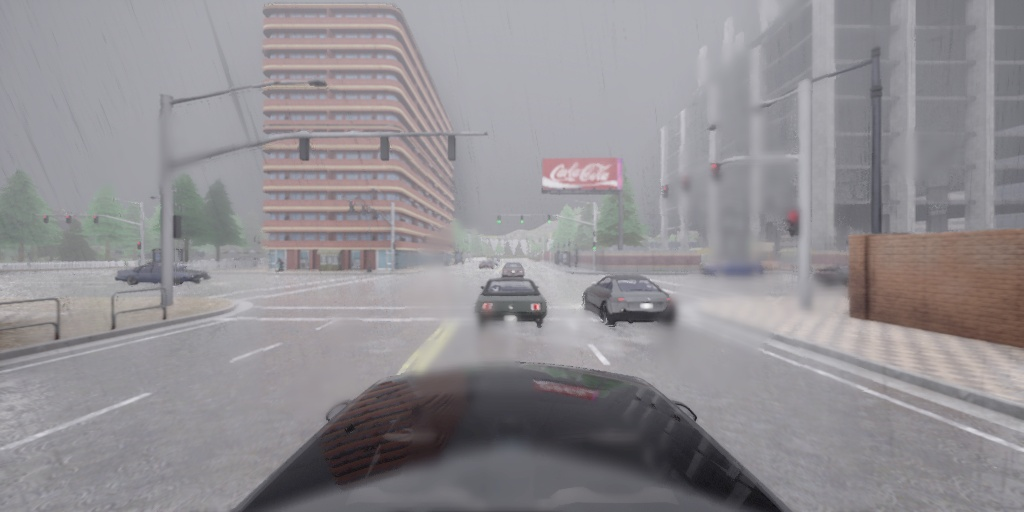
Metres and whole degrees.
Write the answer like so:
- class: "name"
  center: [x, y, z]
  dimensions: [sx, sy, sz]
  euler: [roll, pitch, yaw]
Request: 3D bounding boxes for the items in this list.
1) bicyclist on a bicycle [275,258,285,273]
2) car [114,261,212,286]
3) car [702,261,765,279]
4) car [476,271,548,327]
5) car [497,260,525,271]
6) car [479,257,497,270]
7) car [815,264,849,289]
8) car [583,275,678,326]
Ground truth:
- class: "bicyclist on a bicycle"
  center: [-25.296, 0.988, 39.066]
  dimensions: [0.582, 1.620, 1.656]
  euler: [0, 0, 0]
- class: "car"
  center: [-23.843, 1.259, 24.593]
  dimensions: [5.357, 1.411, 2.033]
  euler: [0, 0, 1]
- class: "car"
  center: [19.409, 1.176, 31.542]
  dimensions: [5.008, 1.535, 1.882]
  euler: [0, 0, 0]
- class: "car"
  center: [-0.077, 1.334, 11.423]
  dimensions: [1.895, 1.301, 4.718]
  euler: [0, 0, -2]
- class: "car"
  center: [0.100, 1.249, 30.096]
  dimensions: [2.033, 1.411, 5.357]
  euler: [0, 0, 0]
- class: "car"
  center: [-3.577, 1.230, 50.625]
  dimensions: [1.994, 1.385, 4.181]
  euler: [0, 0, 0]
- class: "car"
  center: [20.568, 1.208, 20.876]
  dimensions: [4.902, 1.511, 2.128]
  euler: [0, 0, 1]
- class: "car"
  center: [3.591, 1.297, 11.550]
  dimensions: [1.994, 1.385, 4.181]
  euler: [0, 0, 0]
